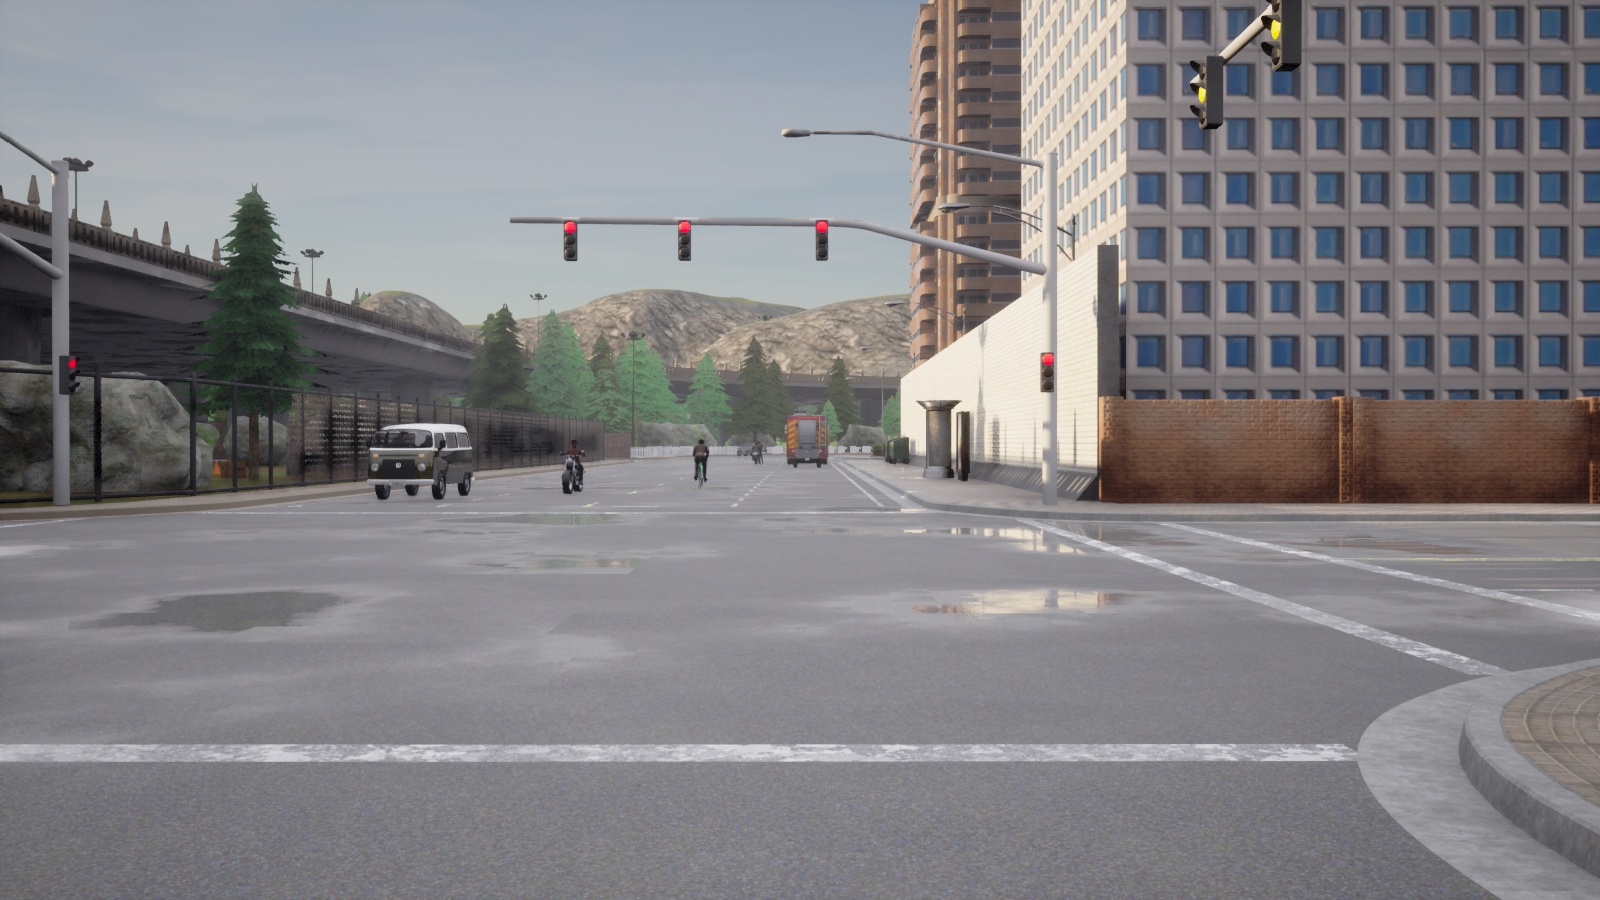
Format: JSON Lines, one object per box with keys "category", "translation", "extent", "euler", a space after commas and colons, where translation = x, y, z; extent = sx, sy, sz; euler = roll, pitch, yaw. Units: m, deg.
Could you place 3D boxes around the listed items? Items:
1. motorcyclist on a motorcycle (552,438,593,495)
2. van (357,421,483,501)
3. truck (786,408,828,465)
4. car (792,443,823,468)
{"category": "motorcyclist on a motorcycle", "translation": [-6.781, 0.480, 37.514], "extent": [0.766, 1.649, 2.350], "euler": [0, 0, 0]}
{"category": "van", "translation": [-10.298, 0.267, 34.391], "extent": [2.069, 2.038, 4.480], "euler": [0, 0, 0]}
{"category": "truck", "translation": [0.497, -0.927, 89.726], "extent": [2.891, 3.827, 8.468], "euler": [0, 0, 0]}
{"category": "car", "translation": [0.432, 0.328, 76.661], "extent": [1.845, 1.501, 3.633], "euler": [0, 0, 0]}
